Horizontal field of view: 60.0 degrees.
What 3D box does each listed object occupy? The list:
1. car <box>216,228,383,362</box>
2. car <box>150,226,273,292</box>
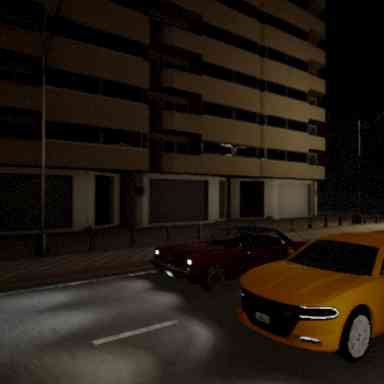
[{"bbox_3d":[3.026,1.519,6.133,5.008,1.535,1.882,1,0,-35],"label":"car"},{"bbox_3d":[1.276,1.645,9.186,4.718,1.301,1.895,1,0,-35],"label":"car"}]
